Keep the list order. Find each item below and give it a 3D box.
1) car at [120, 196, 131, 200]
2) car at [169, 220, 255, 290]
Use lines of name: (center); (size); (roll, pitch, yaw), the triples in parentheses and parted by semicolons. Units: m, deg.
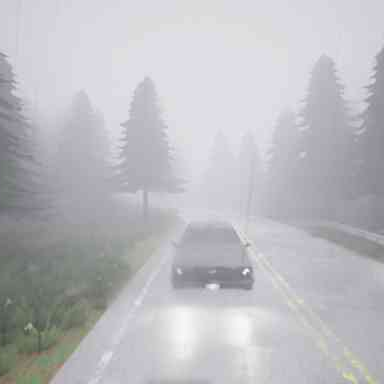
car: (-12.666, 1.435, 62.216); (1.994, 1.385, 4.181); (2, -3, -23)
car: (0.514, 1.540, 9.411); (2.033, 1.411, 5.357); (0, 0, 2)
